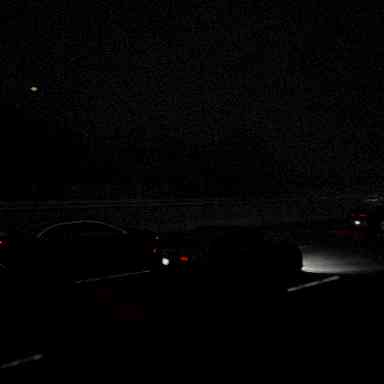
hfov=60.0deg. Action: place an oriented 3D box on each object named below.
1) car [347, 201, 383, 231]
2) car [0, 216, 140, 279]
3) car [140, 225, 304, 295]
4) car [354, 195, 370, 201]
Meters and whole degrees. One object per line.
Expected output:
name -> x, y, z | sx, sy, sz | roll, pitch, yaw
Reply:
car -> 11.487, 1.500, 20.542 | 4.892, 1.490, 1.837 | 0, 0, -36
car -> -3.234, 1.491, 10.037 | 4.902, 1.511, 2.128 | 0, 0, -36
car -> 1.025, 1.563, 8.778 | 4.181, 1.385, 1.994 | 0, 0, -36
car -> 40.391, 1.543, 79.951 | 2.128, 1.511, 4.902 | 1, 1, 38
